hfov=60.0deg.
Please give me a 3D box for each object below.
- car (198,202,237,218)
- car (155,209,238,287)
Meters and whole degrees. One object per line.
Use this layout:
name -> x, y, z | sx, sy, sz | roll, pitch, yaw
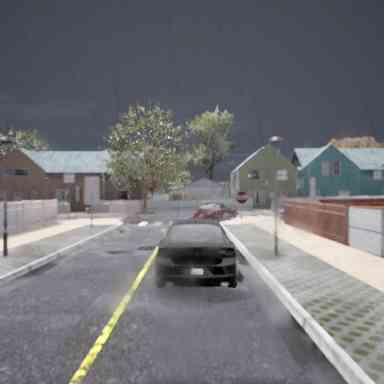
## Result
car -> 1.811, 1.514, 25.676 | 1.812, 1.442, 4.674 | -2, 0, 29
car -> 0.101, 1.481, 9.326 | 1.882, 1.535, 5.008 | 0, 0, 0
